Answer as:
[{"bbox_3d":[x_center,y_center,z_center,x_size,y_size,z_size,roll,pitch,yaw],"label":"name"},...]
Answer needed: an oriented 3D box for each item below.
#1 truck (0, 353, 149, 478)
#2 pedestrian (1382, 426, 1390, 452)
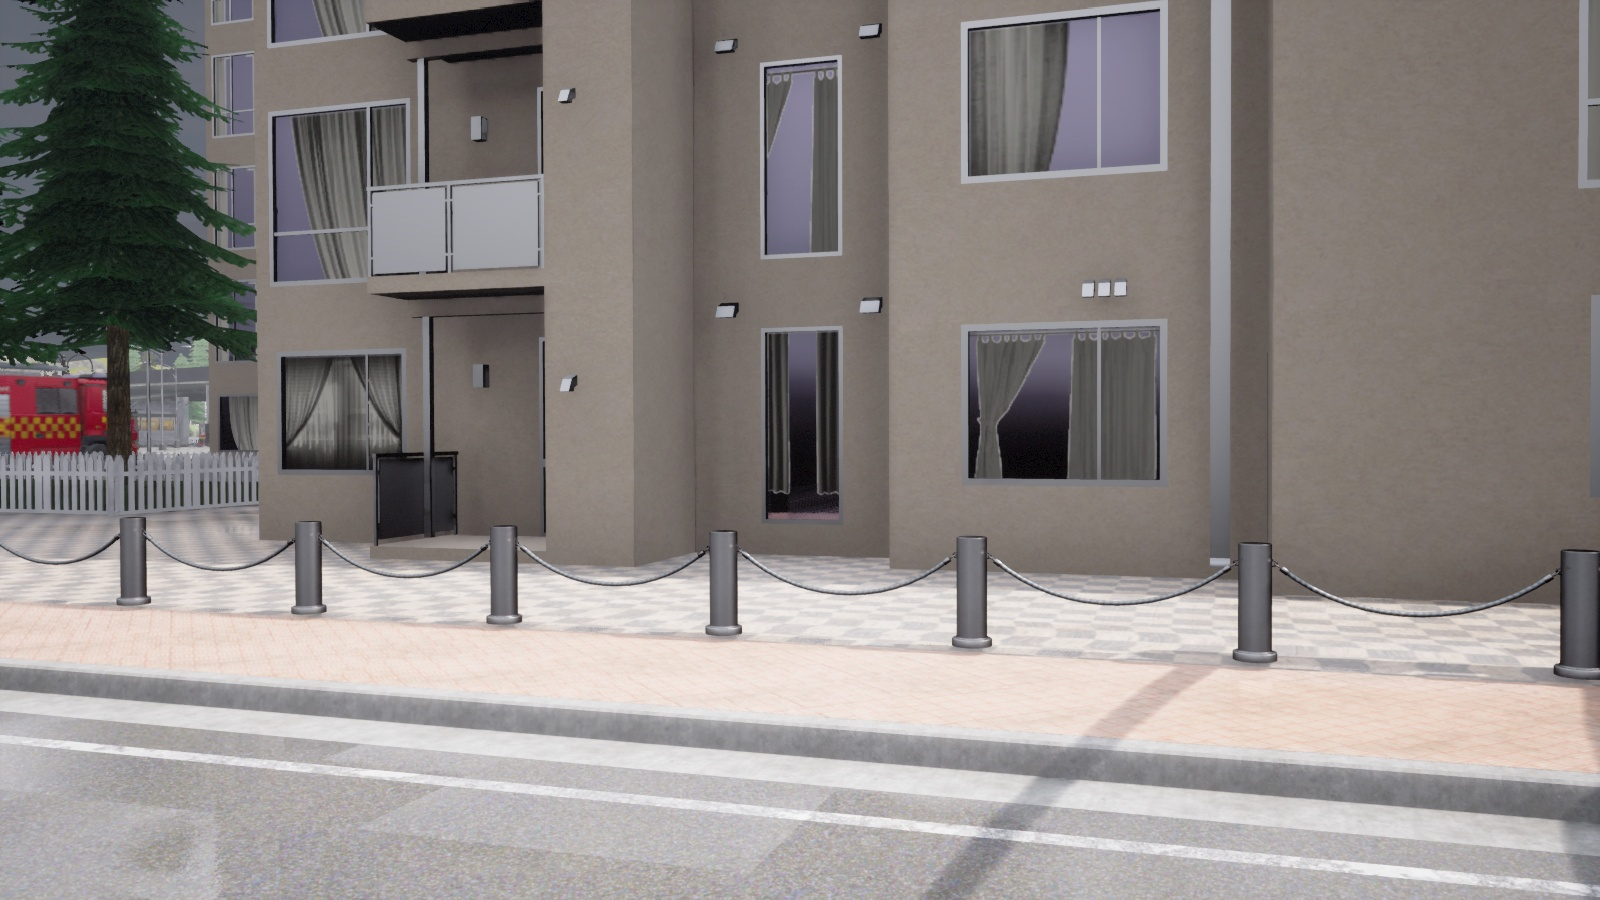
[{"bbox_3d":[-25.540,-1.098,40.507,2.891,3.827,8.468,1,1,18],"label":"truck"},{"bbox_3d":[41.804,-0.806,89.593,0.431,1.840,0.703,0,1,17],"label":"pedestrian"}]
